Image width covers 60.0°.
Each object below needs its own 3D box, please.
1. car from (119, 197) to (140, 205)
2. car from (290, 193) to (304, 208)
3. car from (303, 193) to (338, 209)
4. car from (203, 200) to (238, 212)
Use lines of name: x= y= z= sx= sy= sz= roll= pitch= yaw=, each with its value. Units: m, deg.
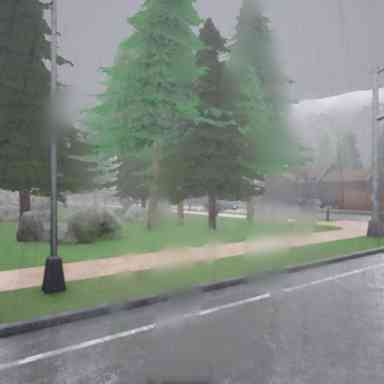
car: x=-10.531 y=1.444 z=56.424 sx=1.882 sy=1.535 sz=5.008 roll=0 pitch=0 yaw=-42
car: x=14.887 y=1.132 z=44.226 sx=3.866 sy=1.878 sz=1.905 roll=0 pitch=0 yaw=-37
car: x=16.713 y=1.130 z=42.455 sx=4.605 sy=1.855 sz=1.932 roll=0 pitch=0 yaw=-37
car: x=3.286 y=1.457 z=38.770 sx=2.128 sy=1.511 sz=4.902 roll=0 pitch=0 yaw=-37
